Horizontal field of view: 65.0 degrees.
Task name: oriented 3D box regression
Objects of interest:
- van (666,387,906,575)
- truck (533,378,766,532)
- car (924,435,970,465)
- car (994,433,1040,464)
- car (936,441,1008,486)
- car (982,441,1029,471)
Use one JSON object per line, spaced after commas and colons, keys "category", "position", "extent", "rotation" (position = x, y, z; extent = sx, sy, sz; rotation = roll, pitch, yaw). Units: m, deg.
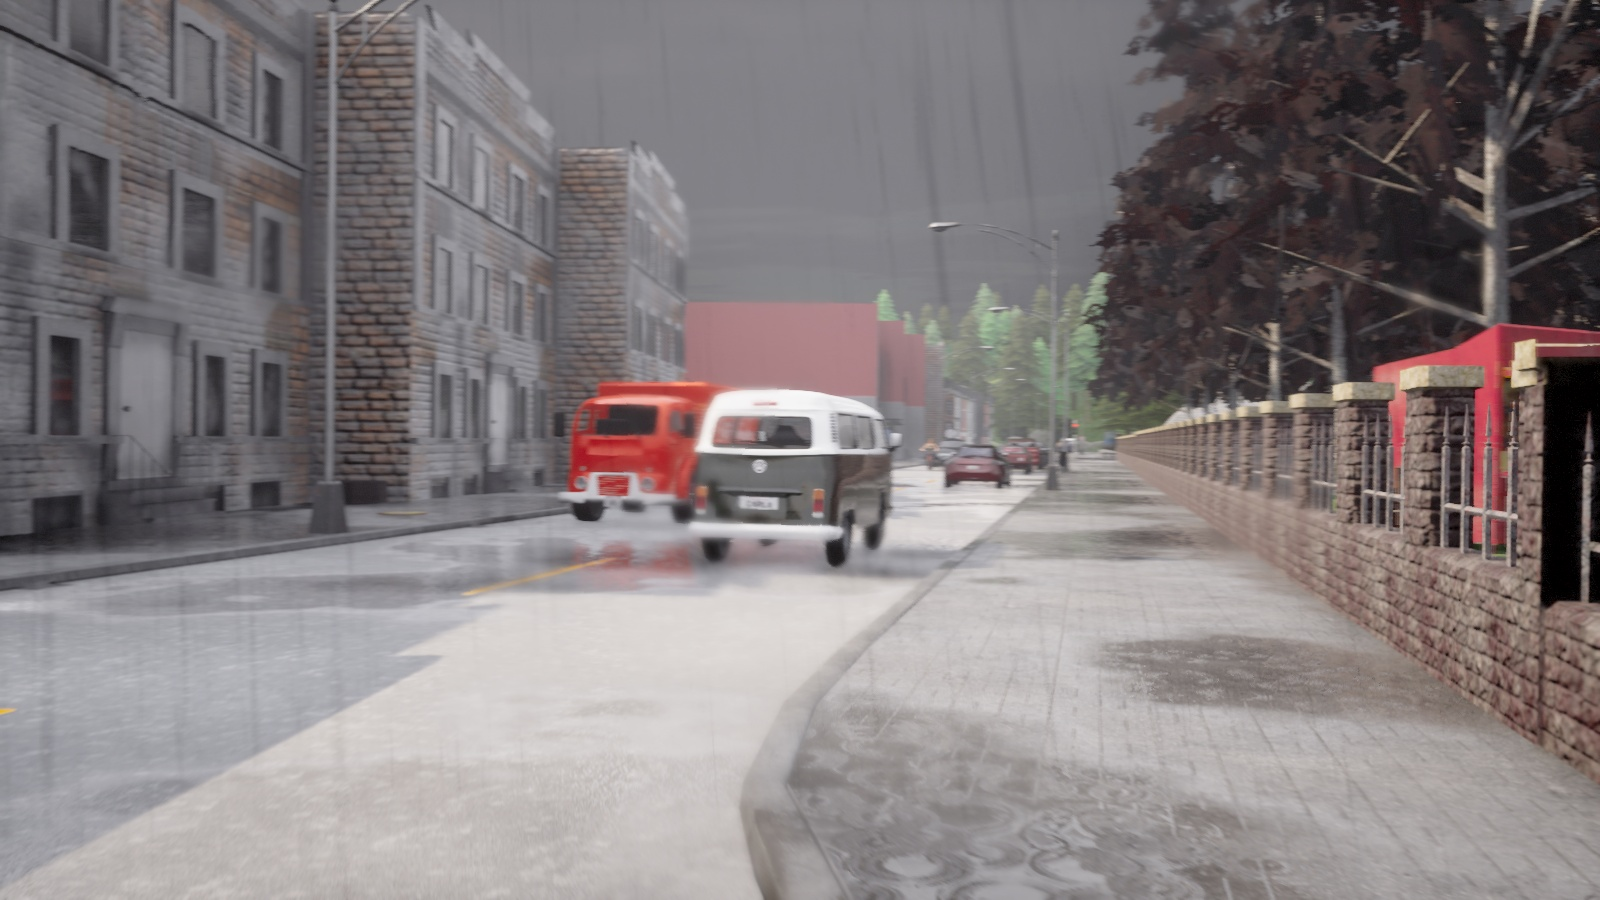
{"category": "van", "position": [0.004, 0.315, 16.018], "extent": [2.069, 2.038, 4.480], "rotation": [0, 1, 13]}
{"category": "truck", "position": [-2.539, 0.058, 22.925], "extent": [2.627, 2.467, 5.204], "rotation": [0, 1, 13]}
{"category": "car", "position": [8.377, -0.010, 71.254], "extent": [2.033, 1.649, 4.856], "rotation": [0, 1, 13]}
{"category": "car", "position": [12.002, -0.096, 69.163], "extent": [2.242, 1.667, 4.611], "rotation": [0, 1, 13]}
{"category": "car", "position": [5.749, 0.400, 41.512], "extent": [1.994, 1.385, 4.181], "rotation": [0, 1, 13]}
{"category": "car", "position": [9.644, 0.264, 58.749], "extent": [1.895, 1.301, 4.718], "rotation": [0, 1, 13]}
